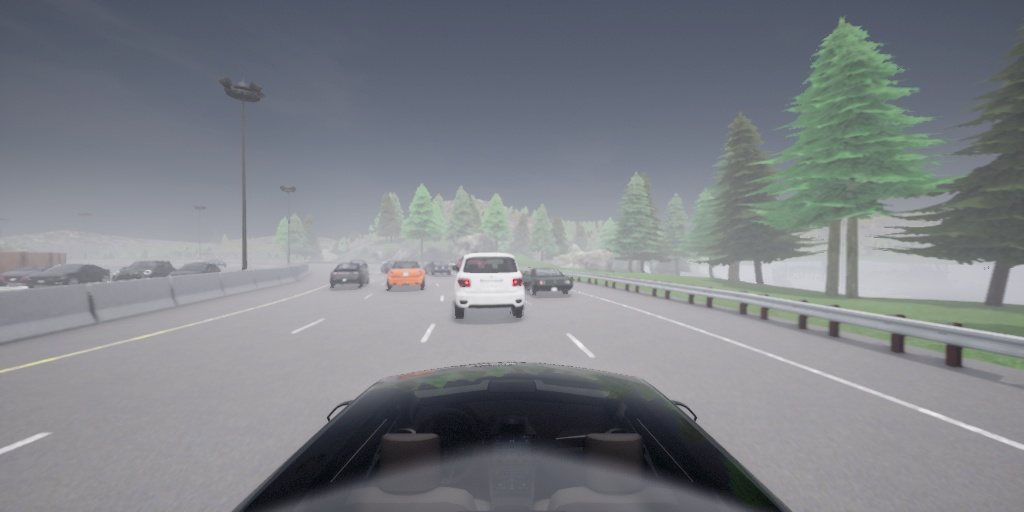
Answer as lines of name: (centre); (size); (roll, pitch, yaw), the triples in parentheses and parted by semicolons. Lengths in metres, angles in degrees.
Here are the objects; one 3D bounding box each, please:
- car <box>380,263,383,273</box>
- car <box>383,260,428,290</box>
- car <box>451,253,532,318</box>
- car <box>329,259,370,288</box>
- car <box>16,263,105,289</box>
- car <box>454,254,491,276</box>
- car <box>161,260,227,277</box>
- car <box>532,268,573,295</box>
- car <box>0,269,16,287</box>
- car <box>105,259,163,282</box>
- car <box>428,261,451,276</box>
car: (-12.964, 1.184, 38.832); (1.994, 1.385, 4.181); (0, 0, -27)
car: (-6.464, 1.028, 22.077); (2.097, 1.767, 4.553); (0, 0, -15)
car: (-0.960, 0.918, 12.951); (2.150, 2.045, 5.566); (0, 0, -8)
car: (-10.337, 1.181, 23.038); (2.128, 1.511, 4.902); (0, 0, -16)
car: (-29.222, 1.251, 23.829); (1.882, 1.535, 5.008); (0, 0, -23)
car: (-4.144, 0.812, 36.670); (2.150, 2.045, 5.566); (0, 0, -24)
car: (-22.417, 1.238, 25.579); (1.837, 1.490, 4.892); (0, 0, -22)
car: (1.532, 1.256, 18.878); (1.895, 1.301, 4.718); (0, 0, -12)
car: (-33.708, 1.351, 25.383); (1.994, 1.385, 4.181); (0, 0, -26)
car: (-26.325, 1.101, 25.893); (2.097, 1.767, 4.553); (0, 0, -23)
car: (-7.418, 1.159, 35.530); (2.033, 1.411, 5.357); (0, 0, -24)
